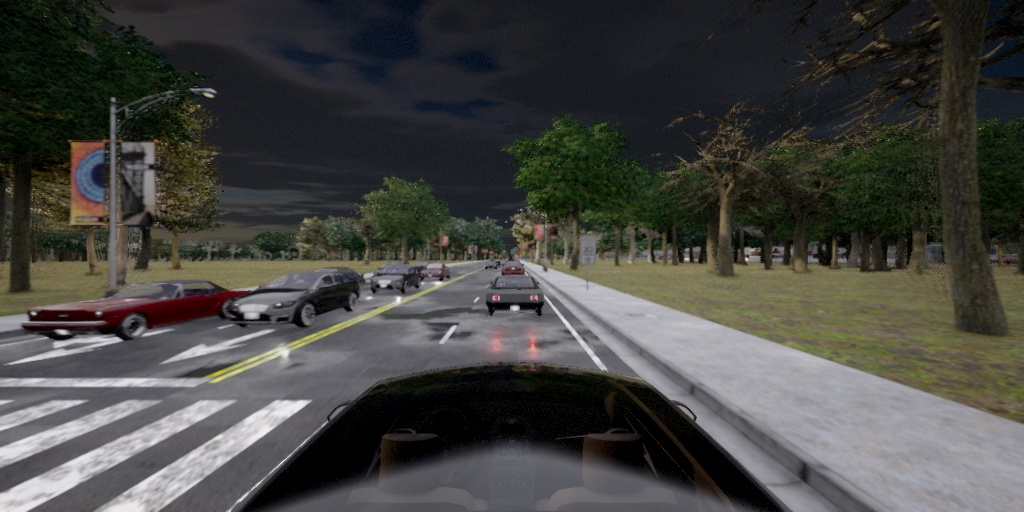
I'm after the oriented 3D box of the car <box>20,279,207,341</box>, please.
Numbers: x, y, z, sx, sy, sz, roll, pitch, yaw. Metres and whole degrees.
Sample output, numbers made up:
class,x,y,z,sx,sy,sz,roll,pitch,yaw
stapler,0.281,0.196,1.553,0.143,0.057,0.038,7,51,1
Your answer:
class,x,y,z,sx,sy,sz,roll,pitch,yaw
car,-9.848,1.360,10.061,1.895,1.301,4.718,0,0,0

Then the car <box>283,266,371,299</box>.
class,x,y,z,sx,sy,sz,roll,pitch,yaw
car,-9.845,1.319,19.714,2.033,1.411,5.357,0,0,0

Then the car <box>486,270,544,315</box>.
class,x,y,z,sx,sy,sz,roll,pitch,yaw
car,0.100,1.364,13.607,1.895,1.301,4.718,0,0,0

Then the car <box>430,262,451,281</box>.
class,x,y,z,sx,sy,sz,roll,pitch,yaw
car,-6.559,1.316,31.108,1.812,1.442,4.674,0,0,0

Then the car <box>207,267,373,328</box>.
class,x,y,z,sx,sy,sz,roll,pitch,yaw
car,-6.596,1.252,11.536,2.128,1.511,4.902,0,0,0

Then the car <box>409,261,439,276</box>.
class,x,y,z,sx,sy,sz,roll,pitch,yaw
car,-9.749,1.355,40.098,2.033,1.411,5.357,0,0,0

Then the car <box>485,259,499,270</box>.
class,x,y,z,sx,sy,sz,roll,pitch,yaw
car,-3.154,1.387,56.235,2.033,1.411,5.357,0,0,0

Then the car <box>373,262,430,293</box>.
class,x,y,z,sx,sy,sz,roll,pitch,yaw
car,-6.592,1.265,20.872,2.128,1.511,4.902,0,0,0

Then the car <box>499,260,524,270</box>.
class,x,y,z,sx,sy,sz,roll,pitch,yaw
car,0.101,1.148,34.351,2.097,1.767,4.553,0,0,0
